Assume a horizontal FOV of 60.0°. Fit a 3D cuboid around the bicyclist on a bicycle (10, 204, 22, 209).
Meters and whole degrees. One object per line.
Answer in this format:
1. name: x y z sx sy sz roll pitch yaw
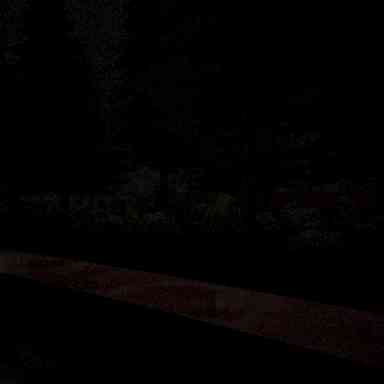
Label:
1. bicyclist on a bicycle: -19.377 1.182 36.413 1.656 1.620 0.582 2 -5 30
